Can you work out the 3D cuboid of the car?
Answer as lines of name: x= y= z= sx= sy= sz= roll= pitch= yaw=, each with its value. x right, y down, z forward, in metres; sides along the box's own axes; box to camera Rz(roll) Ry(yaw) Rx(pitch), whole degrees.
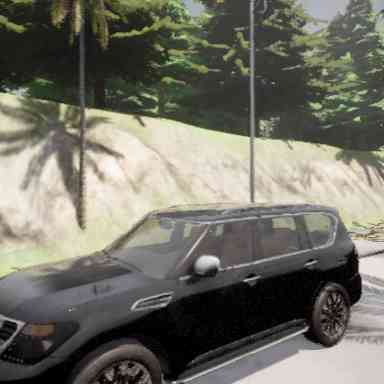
car: x=0.185 y=1.203 z=4.739 sx=5.566 sy=2.045 sz=2.150 roll=0 pitch=0 yaw=-35
